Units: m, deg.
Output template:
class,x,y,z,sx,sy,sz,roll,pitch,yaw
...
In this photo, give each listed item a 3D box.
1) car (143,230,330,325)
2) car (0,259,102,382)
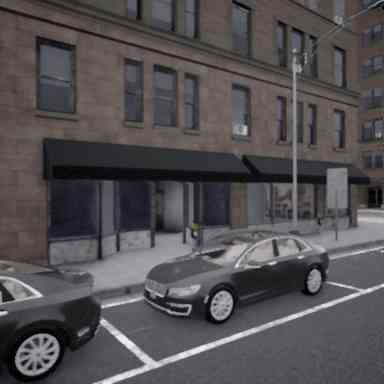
class,x,y,z,sx,sy,sz,roll,pitch,yaw
car,1.113,1.529,6.983,4.403,1.369,2.008,0,0,-36
car,-3.293,1.553,3.839,4.403,1.369,2.008,0,0,-36
